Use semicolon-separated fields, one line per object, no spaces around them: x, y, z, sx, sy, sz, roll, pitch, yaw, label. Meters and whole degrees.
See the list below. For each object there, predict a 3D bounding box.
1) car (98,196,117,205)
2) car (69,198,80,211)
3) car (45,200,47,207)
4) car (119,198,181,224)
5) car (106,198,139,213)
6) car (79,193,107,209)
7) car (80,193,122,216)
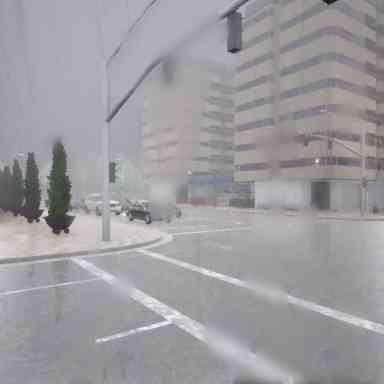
-15.465;1.526;60.874;1.812;1.442;4.674;0;0;-35;car
-14.506;1.526;40.826;1.812;1.442;4.674;0;0;-35;car
-20.475;1.478;49.455;1.882;1.535;5.008;0;0;-34;car
-3.241;1.491;24.710;2.128;1.511;4.902;0;0;-35;car
-7.859;1.505;37.431;1.837;1.490;4.892;0;0;-35;car
-13.759;1.221;45.914;2.150;2.045;5.566;0;0;-34;car
-8.894;1.222;32.798;2.150;2.045;5.566;0;0;-35;car
